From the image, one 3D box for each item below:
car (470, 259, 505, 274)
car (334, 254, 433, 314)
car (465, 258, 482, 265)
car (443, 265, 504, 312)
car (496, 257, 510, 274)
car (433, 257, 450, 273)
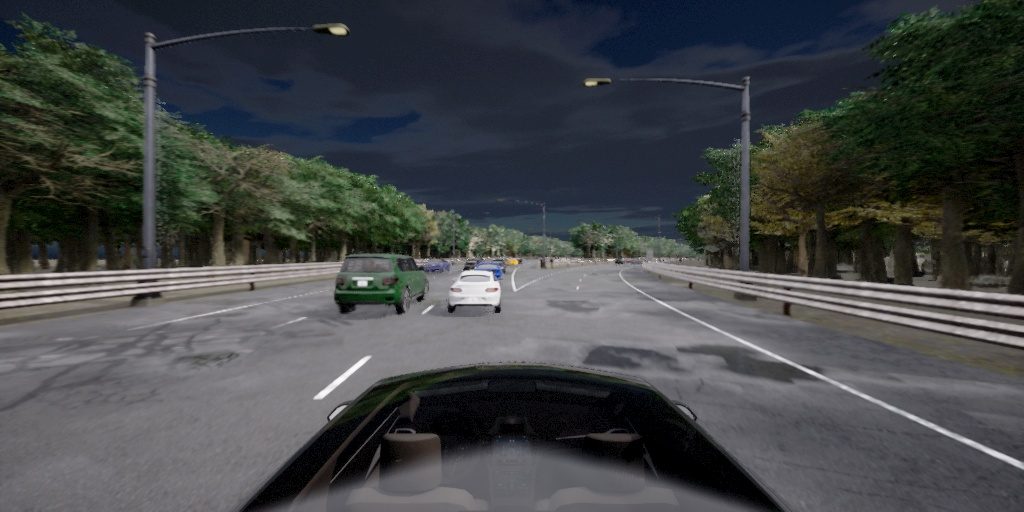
[{"bbox_3d":[-1.635,1.199,25.487,1.882,1.535,5.008,0,0,-1],"label":"car"},{"bbox_3d":[-4.731,0.938,13.765,2.150,2.045,5.566,1,0,-2],"label":"car"},{"bbox_3d":[-4.829,1.194,45.090,1.837,1.490,4.892,0,1,2],"label":"car"},{"bbox_3d":[-1.349,1.264,13.998,1.812,1.442,4.674,0,0,-2],"label":"car"},{"bbox_3d":[-1.541,1.217,41.254,1.837,1.490,4.892,0,0,1],"label":"car"},{"bbox_3d":[-8.465,1.021,41.220,2.097,1.767,4.553,0,0,2],"label":"car"}]
